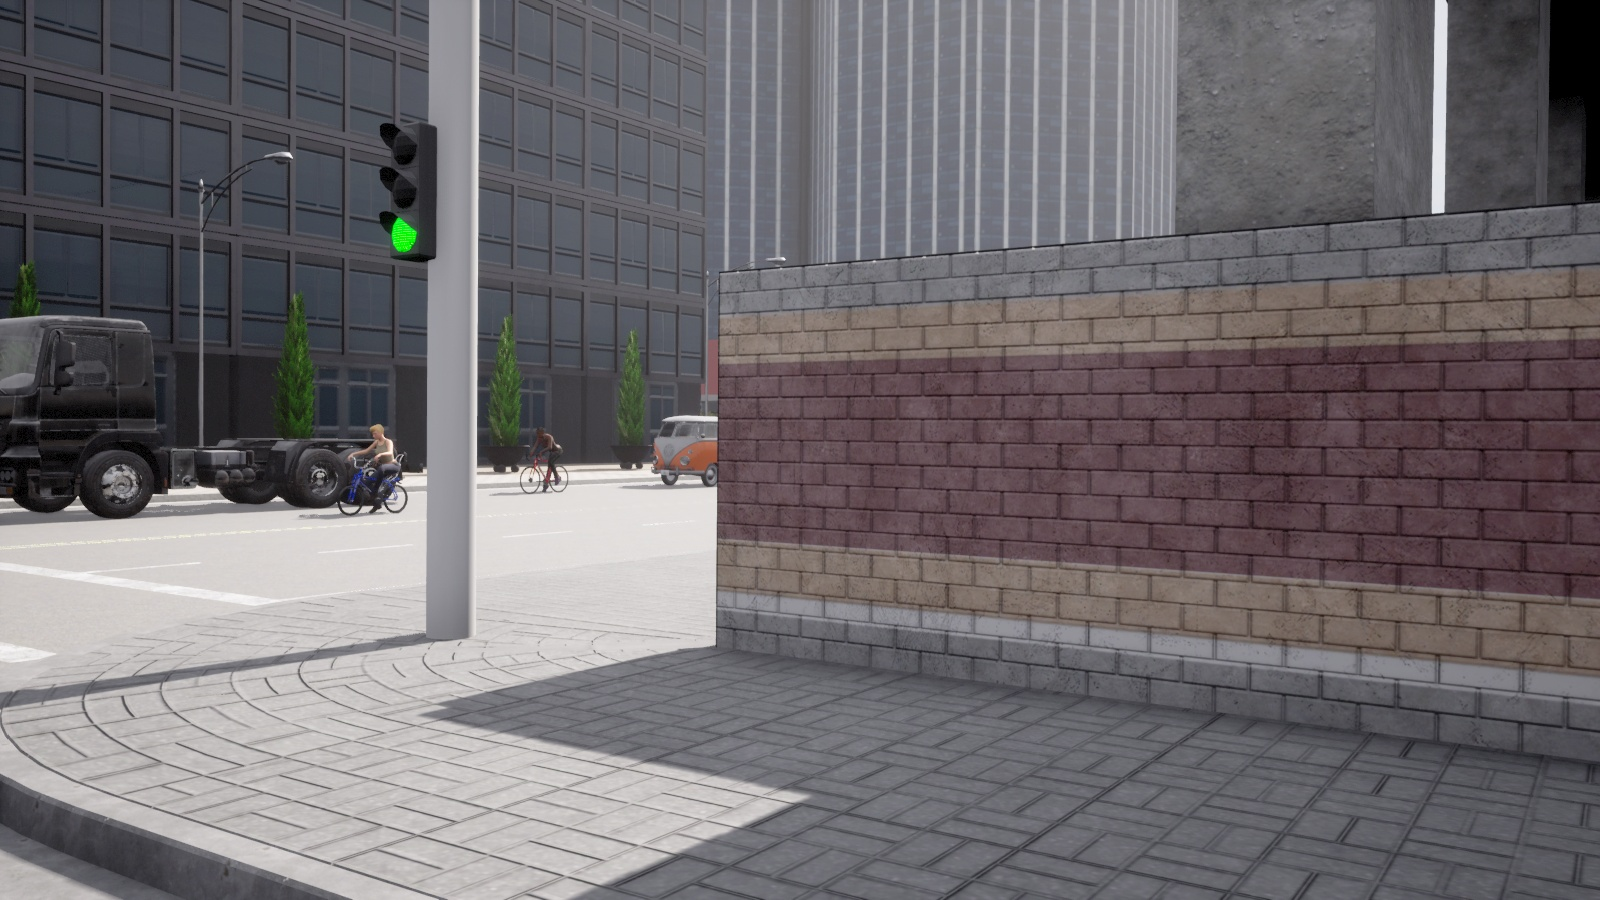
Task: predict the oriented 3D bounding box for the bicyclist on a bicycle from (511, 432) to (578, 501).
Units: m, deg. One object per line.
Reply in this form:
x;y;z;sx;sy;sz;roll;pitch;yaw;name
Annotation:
-6.237;0.377;30.732;0.582;1.620;1.656;0;1;34;bicyclist on a bicycle

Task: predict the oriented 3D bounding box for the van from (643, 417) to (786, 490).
-2.413;0.064;36.446;1.775;1.987;4.442;0;1;34;van

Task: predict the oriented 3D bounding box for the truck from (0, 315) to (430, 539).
-11.085;-0.415;23.489;2.891;3.462;7.936;0;1;34;truck

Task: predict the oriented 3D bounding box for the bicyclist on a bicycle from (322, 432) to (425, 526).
-7.596;0.486;22.398;0.866;1.612;1.509;0;1;34;bicyclist on a bicycle
